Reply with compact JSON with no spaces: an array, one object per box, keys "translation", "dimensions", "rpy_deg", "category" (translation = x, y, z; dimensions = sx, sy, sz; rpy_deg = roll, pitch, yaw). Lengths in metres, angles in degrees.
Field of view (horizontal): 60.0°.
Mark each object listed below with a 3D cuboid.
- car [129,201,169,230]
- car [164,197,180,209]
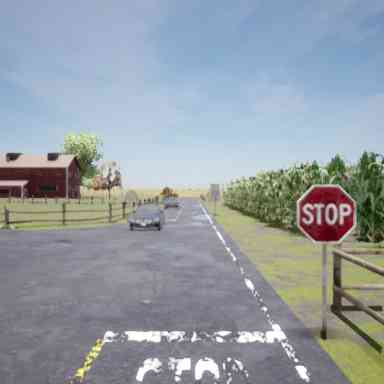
[{"translation":[-2.696,1.548,20.867],"dimensions":[1.812,1.442,4.674],"rpy_deg":[0,0,0],"category":"car"},{"translation":[-2.643,1.484,44.866],"dimensions":[1.837,1.490,4.892],"rpy_deg":[0,0,0],"category":"car"}]
